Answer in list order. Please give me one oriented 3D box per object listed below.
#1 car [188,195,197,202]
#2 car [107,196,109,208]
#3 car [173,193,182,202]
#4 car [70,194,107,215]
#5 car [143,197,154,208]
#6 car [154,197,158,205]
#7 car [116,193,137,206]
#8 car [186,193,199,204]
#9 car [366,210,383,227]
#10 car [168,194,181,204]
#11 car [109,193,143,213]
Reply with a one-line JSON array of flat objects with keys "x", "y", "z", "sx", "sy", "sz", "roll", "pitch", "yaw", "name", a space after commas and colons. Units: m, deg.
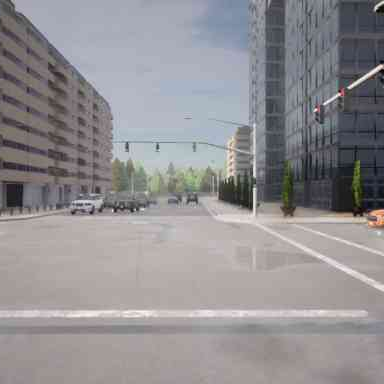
[{"x": 0.099, "y": 1.500, "z": 74.501, "sx": 1.837, "sy": 1.490, "sz": 4.892, "roll": 0, "pitch": 0, "yaw": 1, "name": "car"}, {"x": -10.866, "y": 1.352, "z": 44.746, "sx": 2.097, "sy": 1.767, "sz": 4.553, "roll": 0, "pitch": 0, "yaw": 1, "name": "car"}, {"x": -3.401, "y": 1.225, "z": 74.654, "sx": 2.150, "sy": 2.045, "sz": 5.566, "roll": 0, "pitch": 0, "yaw": 1, "name": "car"}, {"x": -10.927, "y": 1.221, "z": 34.902, "sx": 2.150, "sy": 2.045, "sz": 5.566, "roll": 0, "pitch": 0, "yaw": -1, "name": "car"}, {"x": -7.324, "y": 1.547, "z": 48.321, "sx": 2.033, "sy": 1.411, "sz": 5.357, "roll": 0, "pitch": 0, "yaw": 1, "name": "car"}, {"x": -7.186, "y": 1.564, "z": 58.341, "sx": 1.994, "sy": 1.385, "sz": 4.181, "roll": 0, "pitch": 0, "yaw": 1, "name": "car"}, {"x": -10.735, "y": 1.221, "z": 54.948, "sx": 2.150, "sy": 2.045, "sz": 5.566, "roll": 0, "pitch": 0, "yaw": 1, "name": "car"}, {"x": 0.064, "y": 1.221, "z": 63.788, "sx": 2.150, "sy": 2.045, "sz": 5.566, "roll": 0, "pitch": 0, "yaw": 1, "name": "car"}, {"x": 13.579, "y": 1.407, "z": 21.064, "sx": 4.553, "sy": 1.767, "sz": 2.097, "roll": 0, "pitch": 0, "yaw": 0, "name": "car"}, {"x": -3.462, "y": 1.525, "z": 61.845, "sx": 1.812, "sy": 1.442, "sz": 4.674, "roll": 0, "pitch": 0, "yaw": 1, "name": "car"}, {"x": -7.418, "y": 1.221, "z": 38.077, "sx": 2.150, "sy": 2.045, "sz": 5.566, "roll": 0, "pitch": 0, "yaw": 1, "name": "car"}]
